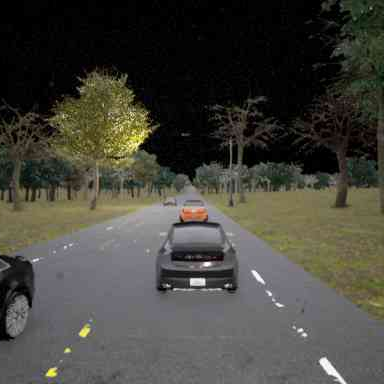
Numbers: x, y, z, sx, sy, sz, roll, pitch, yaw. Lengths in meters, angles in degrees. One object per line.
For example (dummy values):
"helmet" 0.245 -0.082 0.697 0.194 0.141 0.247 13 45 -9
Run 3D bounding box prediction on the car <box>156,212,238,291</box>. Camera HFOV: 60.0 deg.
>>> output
"car" 0.116 1.536 9.057 1.837 1.490 4.892 0 0 0

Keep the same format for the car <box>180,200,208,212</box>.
"car" 0.144 1.412 26.173 2.097 1.767 4.553 0 0 0

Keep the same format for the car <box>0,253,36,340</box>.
"car" -3.593 1.505 3.761 2.128 1.511 4.902 0 0 0

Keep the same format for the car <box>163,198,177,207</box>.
"car" -3.420 1.569 52.758 1.994 1.385 4.181 0 0 0
